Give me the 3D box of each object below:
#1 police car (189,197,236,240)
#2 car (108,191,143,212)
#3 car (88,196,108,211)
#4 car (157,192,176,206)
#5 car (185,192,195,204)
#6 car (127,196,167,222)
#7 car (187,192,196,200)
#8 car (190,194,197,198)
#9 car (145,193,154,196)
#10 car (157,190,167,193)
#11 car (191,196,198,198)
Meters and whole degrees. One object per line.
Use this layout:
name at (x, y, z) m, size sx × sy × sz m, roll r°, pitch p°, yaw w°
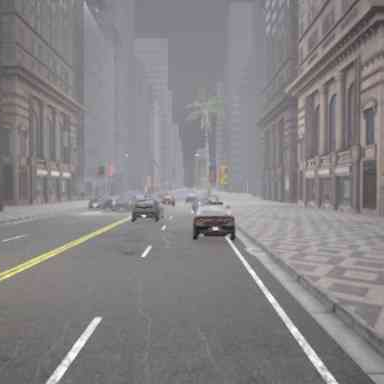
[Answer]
police car at (0.965, 1.282, 16.293) m, size 1.930 × 1.638 × 5.238 m, roll 0°, pitch 1°, yaw 0°
car at (-6.613, 1.057, 33.418) m, size 2.097 × 1.767 × 4.553 m, roll 0°, pitch 1°, yaw 0°
car at (-9.866, 1.171, 36.251) m, size 2.128 × 1.511 × 4.902 m, roll 0°, pitch 1°, yaw 0°
car at (-3.179, 1.133, 44.108) m, size 1.812 × 1.442 × 4.674 m, roll 0°, pitch 0°, yaw 0°
car at (-0.028, 1.007, 52.542) m, size 1.882 × 1.535 × 5.008 m, roll 0°, pitch 1°, yaw 0°
car at (-3.165, 1.290, 24.271) m, size 1.837 × 1.490 × 4.892 m, roll 0°, pitch 0°, yaw 0°
car at (-0.045, 0.788, 71.826) m, size 1.882 × 1.535 × 5.008 m, roll 0°, pitch 1°, yaw 0°
car at (0.955, 1.242, 32.184) m, size 1.812 × 1.442 × 4.674 m, roll 0°, pitch 1°, yaw 0°
car at (-9.799, 0.825, 76.771) m, size 2.033 × 1.411 × 5.357 m, roll 0°, pitch 1°, yaw 0°
car at (-6.547, 0.542, 74.241) m, size 2.150 × 2.045 × 5.566 m, roll 0°, pitch 1°, yaw 0°
car at (0.958, 1.296, 26.183) m, size 1.812 × 1.442 × 4.674 m, roll 0°, pitch 1°, yaw 0°
